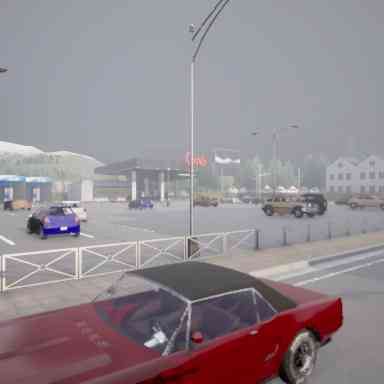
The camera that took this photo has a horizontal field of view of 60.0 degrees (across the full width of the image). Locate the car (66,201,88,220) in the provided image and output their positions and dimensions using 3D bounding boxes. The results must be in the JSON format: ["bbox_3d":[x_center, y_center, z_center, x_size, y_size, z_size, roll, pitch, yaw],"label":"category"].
[{"bbox_3d":[-8.995,1.400,23.876,1.970,1.475,3.806,0,0,-38],"label":"car"}]

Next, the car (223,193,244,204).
[{"bbox_3d":[6.773,1.376,59.728,1.970,1.475,3.806,0,0,-38],"label":"car"}]

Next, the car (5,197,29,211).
[{"bbox_3d":[-20.296,1.346,38.732,2.152,1.636,5.027,0,0,-38],"label":"car"}]

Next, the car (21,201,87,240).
[{"bbox_3d":[-6.814,1.389,16.182,1.845,1.501,3.633,0,0,-38],"label":"car"}]

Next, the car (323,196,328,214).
[{"bbox_3d":[10.018,1.092,29.545,1.905,1.878,3.866,0,0,-38],"label":"car"}]

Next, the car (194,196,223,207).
[{"bbox_3d":[1.700,1.313,45.986,2.007,1.523,4.514,0,0,-38],"label":"car"}]

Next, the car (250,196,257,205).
[{"bbox_3d":[11.990,1.113,53.043,1.932,1.855,4.605,0,0,-38],"label":"car"}]

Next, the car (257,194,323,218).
[{"bbox_3d":[7.972,1.113,27.441,1.932,1.855,4.605,0,0,-38],"label":"car"}]

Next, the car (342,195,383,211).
[{"bbox_3d":[20.140,1.169,37.371,2.152,1.636,5.027,0,0,-38],"label":"car"}]

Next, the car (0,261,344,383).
[{"bbox_3d":[-0.330,1.601,3.768,4.718,1.301,1.895,0,0,-38],"label":"car"}]

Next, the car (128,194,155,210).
[{"bbox_3d":[-6.231,1.335,39.907,1.845,1.501,3.633,0,0,-38],"label":"car"}]

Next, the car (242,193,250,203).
[{"bbox_3d":[9.777,1.092,61.278,1.905,1.878,3.866,0,0,-38],"label":"car"}]

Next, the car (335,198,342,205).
[{"bbox_3d":[23.605,1.313,49.369,2.007,1.523,4.514,0,0,-38],"label":"car"}]
